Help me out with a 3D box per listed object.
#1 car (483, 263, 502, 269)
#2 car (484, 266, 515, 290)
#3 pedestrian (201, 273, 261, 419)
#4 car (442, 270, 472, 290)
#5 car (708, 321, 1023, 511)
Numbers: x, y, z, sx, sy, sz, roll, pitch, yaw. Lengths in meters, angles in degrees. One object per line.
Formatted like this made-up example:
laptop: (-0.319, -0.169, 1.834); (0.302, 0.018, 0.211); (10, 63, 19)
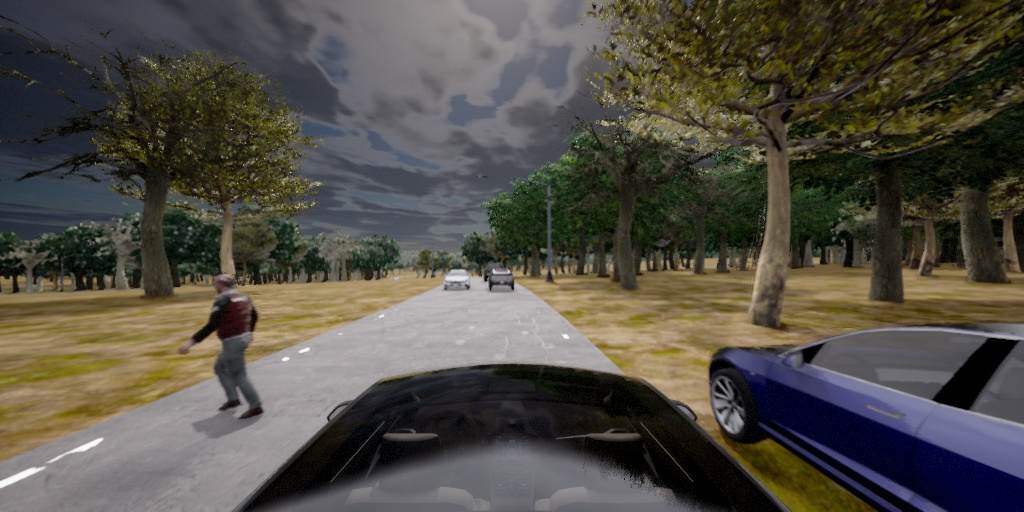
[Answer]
car: (-2.133, 1.844, 41.337); (2.150, 2.045, 5.566); (0, -2, -6)
car: (-0.885, 1.737, 27.510); (2.128, 1.511, 4.902); (0, -2, -5)
pedestrian: (-3.505, 1.080, 4.489); (0.375, 1.860, 0.375); (-1, 0, -6)
car: (-4.084, 1.775, 27.252); (1.812, 1.442, 4.674); (0, -1, -4)
car: (3.256, 1.114, 2.248); (2.163, 1.488, 4.792); (0, -1, 0)
